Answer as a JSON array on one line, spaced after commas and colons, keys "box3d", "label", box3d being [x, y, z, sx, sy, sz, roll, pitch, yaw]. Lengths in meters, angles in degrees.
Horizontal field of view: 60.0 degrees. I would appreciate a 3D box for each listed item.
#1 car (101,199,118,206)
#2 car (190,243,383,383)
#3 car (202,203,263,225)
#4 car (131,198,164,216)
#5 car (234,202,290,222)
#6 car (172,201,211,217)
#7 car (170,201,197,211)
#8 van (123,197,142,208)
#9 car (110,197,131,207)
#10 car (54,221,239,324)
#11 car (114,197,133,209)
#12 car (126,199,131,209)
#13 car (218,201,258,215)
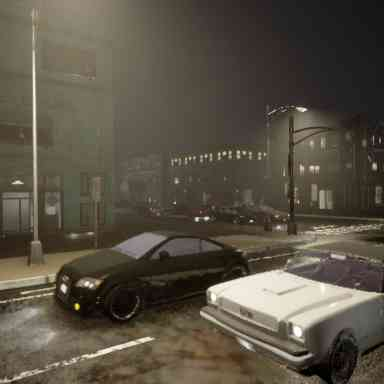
[{"box3d": [-17.270, 2.227, 69.596, 1.887, 1.381, 4.507, -1, 0, -35], "label": "car"}, {"box3d": [2.472, 1.600, 5.451, 4.718, 1.301, 1.895, 0, 0, -36], "label": "car"}, {"box3d": [3.108, 1.814, 26.302, 1.947, 1.339, 4.313, -2, 0, -35], "label": "car"}, {"box3d": [-4.842, 1.846, 37.678, 1.967, 1.590, 4.097, -1, 0, -35], "label": "car"}, {"box3d": [5.514, 1.764, 27.614, 2.033, 1.411, 5.357, -1, 0, -36], "label": "car"}, {"box3d": [-0.295, 1.896, 35.756, 1.994, 1.385, 4.181, -1, 0, -37], "label": "car"}, {"box3d": [-1.221, 1.965, 47.049, 1.802, 1.307, 4.206, -2, 0, -35], "label": "car"}, {"box3d": [-10.856, 1.906, 60.577, 1.690, 1.788, 3.998, -1, 0, -35], "label": "van"}, {"box3d": [-14.066, 1.939, 65.087, 2.192, 1.841, 5.009, -1, 0, -35], "label": "car"}, {"box3d": [-0.696, 1.564, 7.181, 4.181, 1.385, 1.994, 0, 0, -36], "label": "car"}, {"box3d": [-11.362, 2.087, 56.846, 1.812, 1.442, 4.674, -1, 0, -35], "label": "car"}, {"box3d": [-6.392, 1.998, 44.358, 2.033, 1.411, 5.357, -1, 0, -35], "label": "car"}, {"box3d": [5.197, 1.809, 38.030, 2.008, 1.369, 4.403, -2, 0, -35], "label": "car"}]
